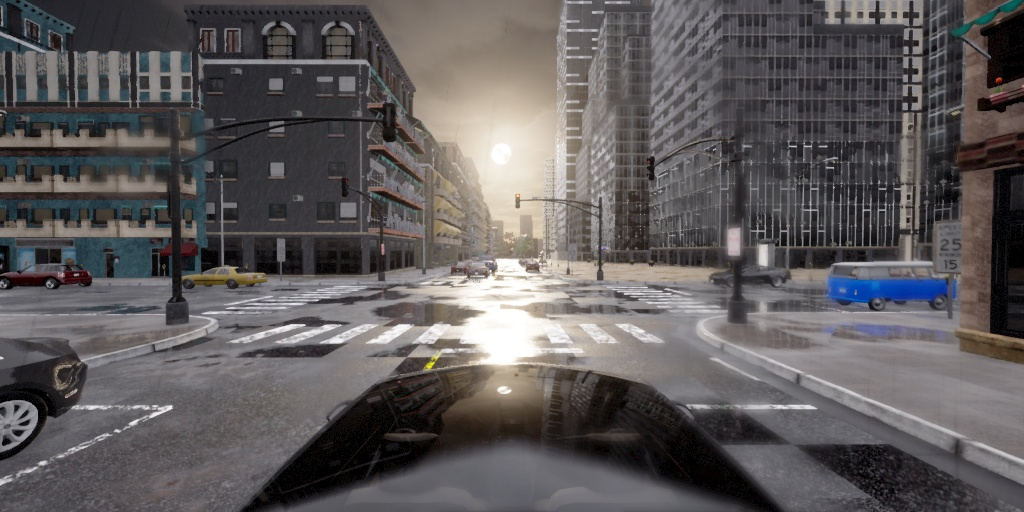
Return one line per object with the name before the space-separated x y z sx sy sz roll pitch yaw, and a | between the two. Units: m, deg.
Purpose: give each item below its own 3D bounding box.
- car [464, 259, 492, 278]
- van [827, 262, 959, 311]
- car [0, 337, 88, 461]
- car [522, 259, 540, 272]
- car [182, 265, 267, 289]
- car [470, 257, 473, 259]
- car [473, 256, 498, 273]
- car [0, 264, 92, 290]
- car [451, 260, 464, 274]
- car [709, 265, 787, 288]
car | -3.158 1.270 34.261 1.812 1.442 4.674 0 0 0
van | 14.667 1.117 13.913 3.998 1.789 1.690 0 0 0
car | -5.692 1.300 2.219 2.007 1.370 4.403 0 0 0
car | 2.576 1.289 46.007 1.888 1.381 4.507 0 0 0
car | -17.920 1.247 22.180 4.829 1.417 1.751 0 0 0
car | -5.772 1.184 45.934 1.967 1.591 4.097 0 0 0
car | -3.172 0.966 44.167 2.150 2.045 5.566 0 0 0
car | -28.817 1.190 22.142 4.097 1.591 1.967 0 0 0
car | -5.761 1.289 40.285 1.888 1.381 4.507 0 0 0
car | 14.639 1.215 22.293 4.313 1.339 1.948 0 0 0
